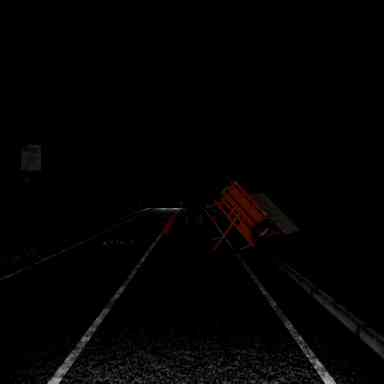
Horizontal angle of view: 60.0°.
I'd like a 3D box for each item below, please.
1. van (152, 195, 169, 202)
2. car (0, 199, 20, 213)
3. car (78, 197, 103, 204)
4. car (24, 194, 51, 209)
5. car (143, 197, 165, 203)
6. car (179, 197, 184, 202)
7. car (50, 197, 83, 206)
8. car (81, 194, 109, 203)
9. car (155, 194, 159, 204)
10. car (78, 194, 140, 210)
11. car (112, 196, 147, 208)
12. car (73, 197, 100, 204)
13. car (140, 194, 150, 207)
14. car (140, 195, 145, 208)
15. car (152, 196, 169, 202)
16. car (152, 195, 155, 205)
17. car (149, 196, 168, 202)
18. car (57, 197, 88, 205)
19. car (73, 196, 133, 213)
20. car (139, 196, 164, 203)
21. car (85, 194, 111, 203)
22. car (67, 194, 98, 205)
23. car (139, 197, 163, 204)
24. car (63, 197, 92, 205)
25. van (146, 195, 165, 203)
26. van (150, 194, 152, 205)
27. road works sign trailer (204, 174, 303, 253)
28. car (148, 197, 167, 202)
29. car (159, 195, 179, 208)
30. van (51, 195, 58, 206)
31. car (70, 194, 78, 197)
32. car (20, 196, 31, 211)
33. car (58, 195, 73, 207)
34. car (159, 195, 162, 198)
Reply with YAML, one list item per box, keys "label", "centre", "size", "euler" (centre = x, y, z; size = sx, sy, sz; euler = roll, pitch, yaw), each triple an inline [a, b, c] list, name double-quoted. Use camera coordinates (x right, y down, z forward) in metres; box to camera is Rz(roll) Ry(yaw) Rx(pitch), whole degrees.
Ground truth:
- label: "van"
  centre: [-8.784, 1.773, 92.113]
  size: [4.442, 1.987, 1.878]
  euler: [0, -1, 0]
- label: "car"
  centre: [-21.930, 1.453, 36.065]
  size: [5.008, 1.535, 2.097]
  euler: [0, 0, 0]
- label: "car"
  centre: [-21.950, 1.800, 72.143]
  size: [4.674, 1.452, 2.002]
  euler: [0, -1, 0]
- label: "car"
  centre: [-21.892, 1.379, 44.421]
  size: [4.553, 1.767, 2.185]
  euler: [0, 0, 0]
- label: "car"
  centre: [-8.911, 1.858, 78.095]
  size: [4.792, 1.488, 2.163]
  euler: [0, -1, 0]
- label: "car"
  centre: [-3.246, 2.062, 89.835]
  size: [1.994, 1.385, 4.181]
  euler: [0, -1, 0]
- label: "car"
  centre: [-21.929, 1.626, 58.343]
  size: [5.008, 1.535, 2.097]
  euler: [0, -1, 0]
- label: "car"
  centre: [-21.928, 1.542, 75.053]
  size: [5.566, 2.045, 2.435]
  euler: [0, -1, 0]
- label: "car"
  centre: [-8.850, 1.626, 58.476]
  size: [5.008, 1.535, 2.097]
  euler: [0, -1, 0]
- label: "car"
  centre: [-8.874, 1.203, 36.053]
  size: [5.566, 2.045, 2.435]
  euler: [0, 0, 0]
- label: "car"
  centre: [-8.813, 1.400, 47.263]
  size: [4.553, 1.767, 2.185]
  euler: [0, -1, 0]
- label: "car"
  centre: [-21.944, 1.731, 69.482]
  size: [5.008, 1.535, 2.097]
  euler: [0, -1, 0]
- label: "car"
  centre: [-8.872, 1.253, 44.463]
  size: [5.566, 2.045, 2.435]
  euler: [0, 0, 0]
- label: "car"
  centre: [-8.850, 1.484, 41.656]
  size: [4.892, 1.521, 2.231]
  euler: [0, 0, 0]
- label: "car"
  centre: [-8.935, 1.907, 94.915]
  size: [4.553, 1.767, 2.185]
  euler: [0, -1, 0]
- label: "car"
  centre: [-8.843, 1.577, 52.870]
  size: [4.892, 1.521, 2.231]
  euler: [0, -1, 0]
- label: "car"
  centre: [-8.891, 1.965, 89.307]
  size: [5.008, 1.535, 2.097]
  euler: [0, -1, 0]
- label: "car"
  centre: [-21.909, 1.680, 61.128]
  size: [4.792, 1.488, 2.163]
  euler: [0, -1, 0]
- label: "car"
  centre: [-8.841, 1.445, 33.251]
  size: [4.892, 1.521, 2.231]
  euler: [0, 0, 0]
- label: "car"
  centre: [-9.063, 1.792, 75.292]
  size: [5.366, 1.575, 1.946]
  euler: [0, -1, 0]
- label: "car"
  centre: [-21.932, 1.574, 77.715]
  size: [5.566, 2.045, 2.435]
  euler: [0, -1, 0]
- label: "car"
  centre: [-21.918, 1.451, 66.698]
  size: [5.566, 2.045, 2.435]
  euler: [0, -1, 0]
- label: "car"
  centre: [-8.869, 1.762, 72.492]
  size: [5.008, 1.535, 2.097]
  euler: [0, -1, 0]
- label: "car"
  centre: [-21.971, 1.705, 63.913]
  size: [4.792, 1.488, 2.163]
  euler: [0, -1, 0]
- label: "van"
  centre: [-8.769, 1.637, 80.901]
  size: [4.442, 1.987, 1.878]
  euler: [0, -1, 0]
- label: "van"
  centre: [-8.730, 1.325, 50.068]
  size: [4.442, 1.987, 1.878]
  euler: [0, -1, 0]
- label: "road works sign trailer"
  centre: [2.367, 1.054, 12.647]
  size: [3.560, 2.880, 2.380]
  euler: [-5, 45, -44]
- label: "car"
  centre: [-8.864, 1.961, 86.504]
  size: [4.792, 1.488, 2.163]
  euler: [0, -1, 0]
- label: "car"
  centre: [-3.249, 1.576, 48.386]
  size: [1.837, 1.490, 4.892]
  euler: [0, -1, 0]
- label: "van"
  centre: [-22.040, 1.300, 47.202]
  size: [4.442, 1.987, 1.878]
  euler: [0, 0, 0]
- label: "car"
  centre: [-21.746, 1.598, 55.557]
  size: [5.366, 1.575, 1.946]
  euler: [0, -1, 0]
- label: "car"
  centre: [-21.926, 1.508, 38.851]
  size: [4.674, 1.452, 2.002]
  euler: [0, 0, 0]
- label: "car"
  centre: [-21.926, 1.616, 52.771]
  size: [4.674, 1.452, 2.002]
  euler: [0, -1, 0]
- label: "car"
  centre: [-8.887, 1.400, 61.282]
  size: [5.566, 2.045, 2.435]
  euler: [0, -1, 0]
